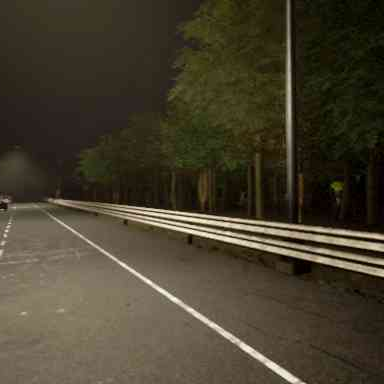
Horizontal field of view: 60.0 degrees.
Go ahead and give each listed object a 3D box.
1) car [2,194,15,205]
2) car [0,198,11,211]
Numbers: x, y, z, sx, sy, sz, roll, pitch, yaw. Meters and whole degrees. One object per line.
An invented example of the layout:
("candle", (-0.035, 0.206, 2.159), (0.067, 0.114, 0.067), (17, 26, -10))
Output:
("car", (-40.146, 1.869, 72.006), (2.150, 2.045, 5.566), (-1, 0, -28))
("car", (-27.418, 1.960, 47.567), (1.994, 1.385, 4.181), (-1, 0, -28))
